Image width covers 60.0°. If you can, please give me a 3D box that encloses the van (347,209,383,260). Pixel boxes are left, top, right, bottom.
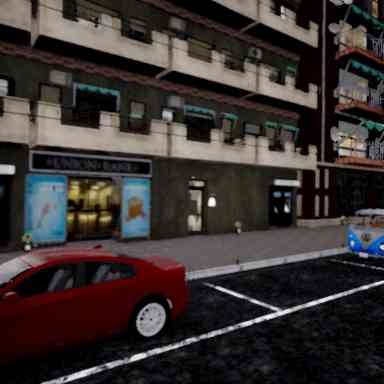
[{"bbox_3d":[7.069,1.466,11.596,3.998,1.788,1.690,1,0,-36],"label":"van"}]

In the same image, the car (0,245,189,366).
[{"bbox_3d":[-2.150,1.555,5.019,4.507,1.381,1.887,1,0,-36],"label":"car"}]
